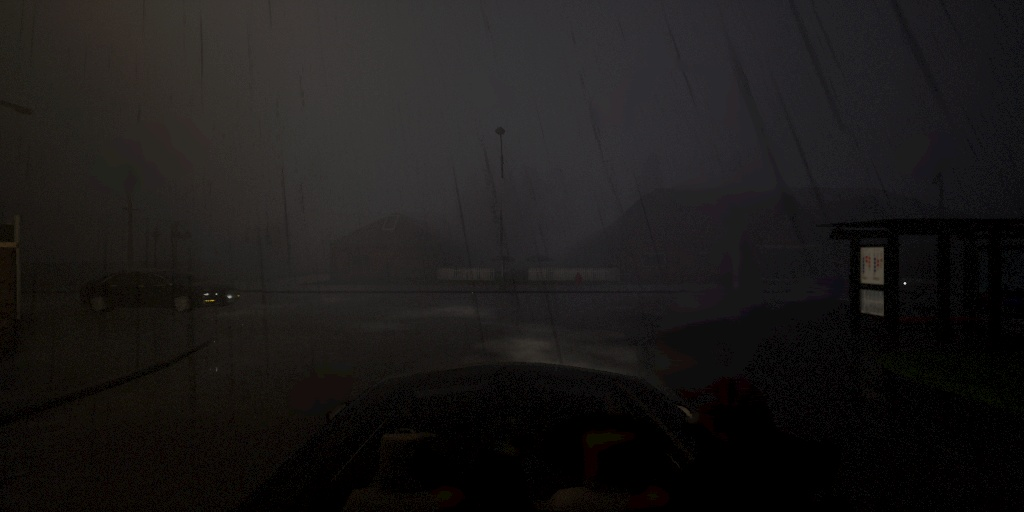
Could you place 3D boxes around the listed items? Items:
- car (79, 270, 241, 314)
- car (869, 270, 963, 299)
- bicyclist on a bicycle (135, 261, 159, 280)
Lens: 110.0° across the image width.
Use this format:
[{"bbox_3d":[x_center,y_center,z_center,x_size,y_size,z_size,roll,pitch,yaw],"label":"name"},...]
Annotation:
[{"bbox_3d":[-12.789,1.253,13.203,4.892,1.490,1.837,0,0,0],"label":"car"},{"bbox_3d":[20.338,1.349,17.314,4.718,1.301,1.895,0,0,0],"label":"car"},{"bbox_3d":[-22.104,1.096,21.627,0.582,1.620,1.656,0,0,0],"label":"bicyclist on a bicycle"}]
